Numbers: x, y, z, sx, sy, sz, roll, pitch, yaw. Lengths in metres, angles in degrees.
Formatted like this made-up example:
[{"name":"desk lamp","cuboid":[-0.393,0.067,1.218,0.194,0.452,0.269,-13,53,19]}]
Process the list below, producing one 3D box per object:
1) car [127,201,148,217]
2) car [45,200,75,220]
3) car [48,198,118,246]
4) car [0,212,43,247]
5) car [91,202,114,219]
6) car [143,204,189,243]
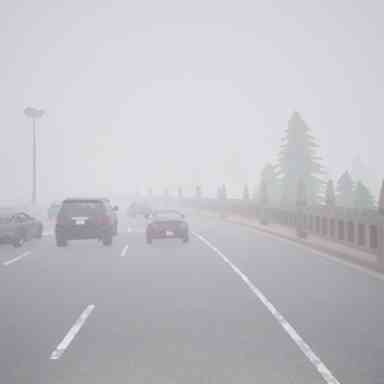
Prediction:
[{"name":"car","cuboid":[-5.034,1.601,31.928,2.033,1.411,5.357,0,0,-18]},{"name":"car","cuboid":[-11.701,1.542,29.797,2.128,1.511,4.902,0,0,-18]},{"name":"car","cuboid":[-4.736,1.270,15.522,2.150,2.045,5.566,0,0,-9]},{"name":"car","cuboid":[-8.189,1.587,14.951,1.994,1.385,4.181,0,0,-9]},{"name":"car","cuboid":[-8.377,1.659,30.891,1.895,1.301,4.718,0,0,-18]},{"name":"car","cuboid":[-1.273,1.542,16.033,1.812,1.442,4.674,0,0,-9]}]
